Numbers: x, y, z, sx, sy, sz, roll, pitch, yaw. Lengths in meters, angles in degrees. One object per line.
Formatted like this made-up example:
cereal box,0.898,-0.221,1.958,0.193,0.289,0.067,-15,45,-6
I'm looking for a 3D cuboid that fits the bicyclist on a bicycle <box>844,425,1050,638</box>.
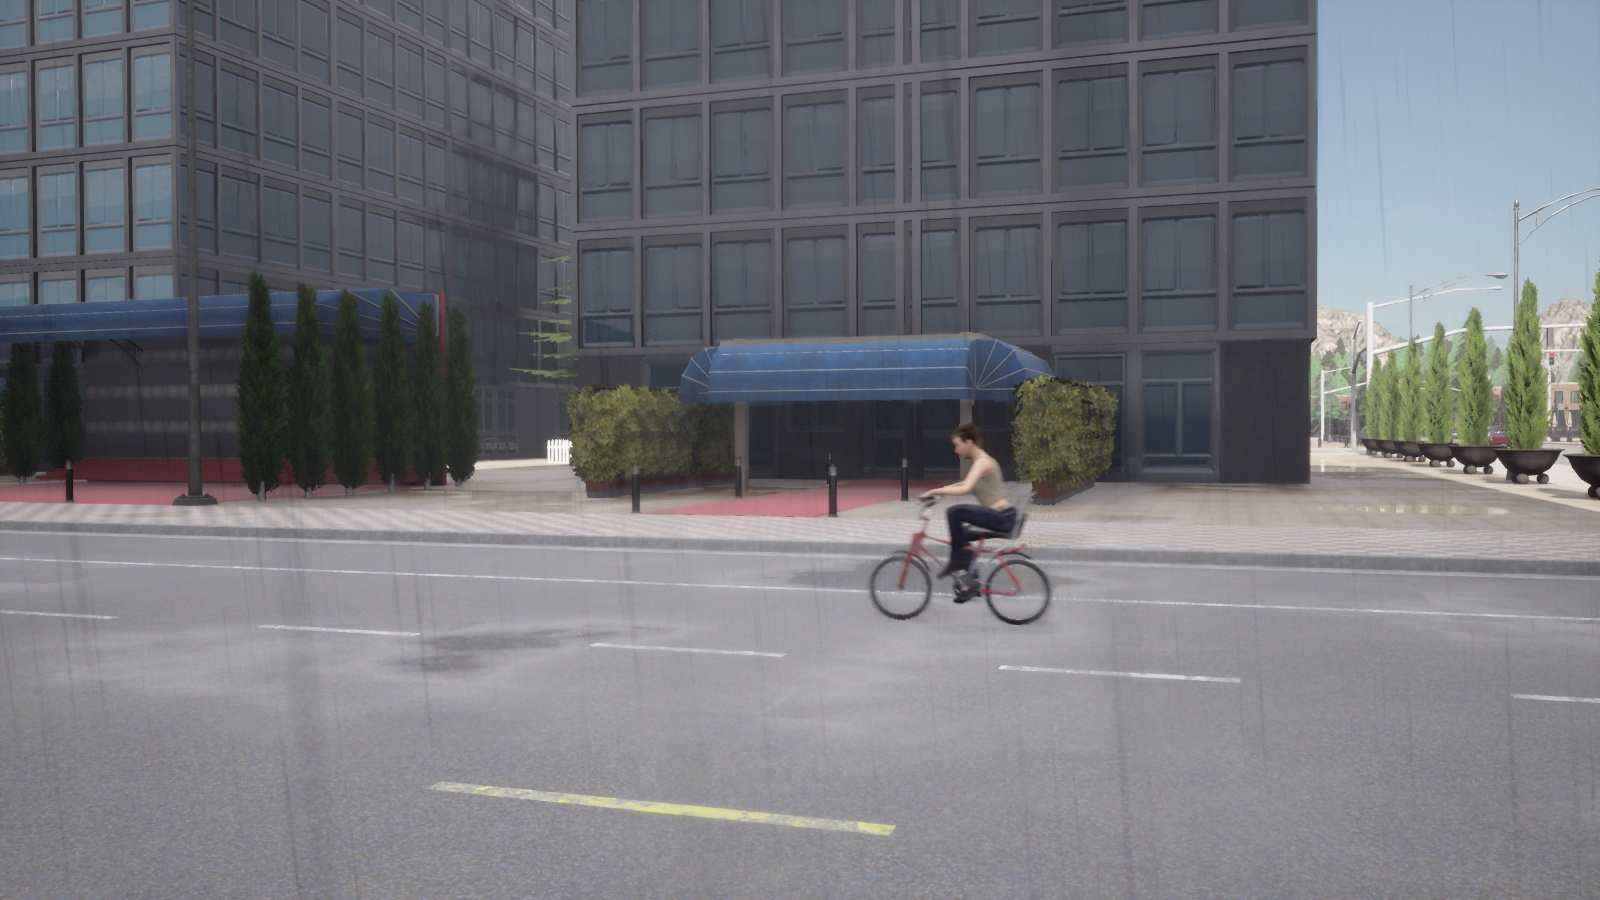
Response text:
bicyclist on a bicycle,1.202,0.605,10.163,1.509,1.612,0.866,1,1,18
